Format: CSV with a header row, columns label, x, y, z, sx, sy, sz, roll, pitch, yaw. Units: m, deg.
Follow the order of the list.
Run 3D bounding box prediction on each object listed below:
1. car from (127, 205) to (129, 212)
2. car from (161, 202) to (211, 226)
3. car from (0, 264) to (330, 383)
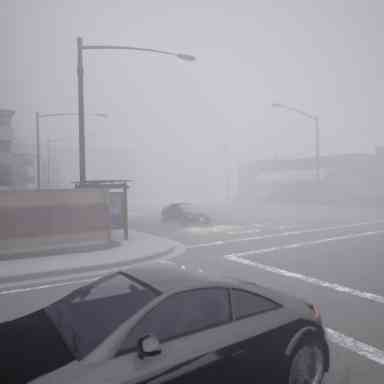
label,x,y,z,sx,sy,sz,roll,pitch,yaw
car,-8.412,1.433,36.173,1.837,1.490,4.892,-2,1,-30
car,-0.570,1.471,23.124,1.812,1.442,4.674,-1,1,-32
car,-0.477,1.558,3.483,4.181,1.385,1.994,0,0,-34
